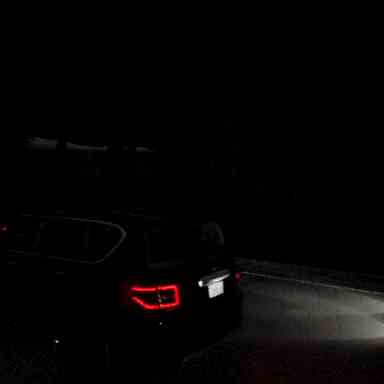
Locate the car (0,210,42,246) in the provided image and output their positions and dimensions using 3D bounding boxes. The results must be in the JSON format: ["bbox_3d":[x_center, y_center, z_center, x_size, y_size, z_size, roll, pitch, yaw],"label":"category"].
[{"bbox_3d":[-9.318,1.651,16.287,4.718,1.301,1.895,0,0,42],"label":"car"}]

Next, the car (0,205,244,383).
[{"bbox_3d":[-1.856,1.238,5.551,5.566,2.045,2.150,0,0,37],"label":"car"}]
